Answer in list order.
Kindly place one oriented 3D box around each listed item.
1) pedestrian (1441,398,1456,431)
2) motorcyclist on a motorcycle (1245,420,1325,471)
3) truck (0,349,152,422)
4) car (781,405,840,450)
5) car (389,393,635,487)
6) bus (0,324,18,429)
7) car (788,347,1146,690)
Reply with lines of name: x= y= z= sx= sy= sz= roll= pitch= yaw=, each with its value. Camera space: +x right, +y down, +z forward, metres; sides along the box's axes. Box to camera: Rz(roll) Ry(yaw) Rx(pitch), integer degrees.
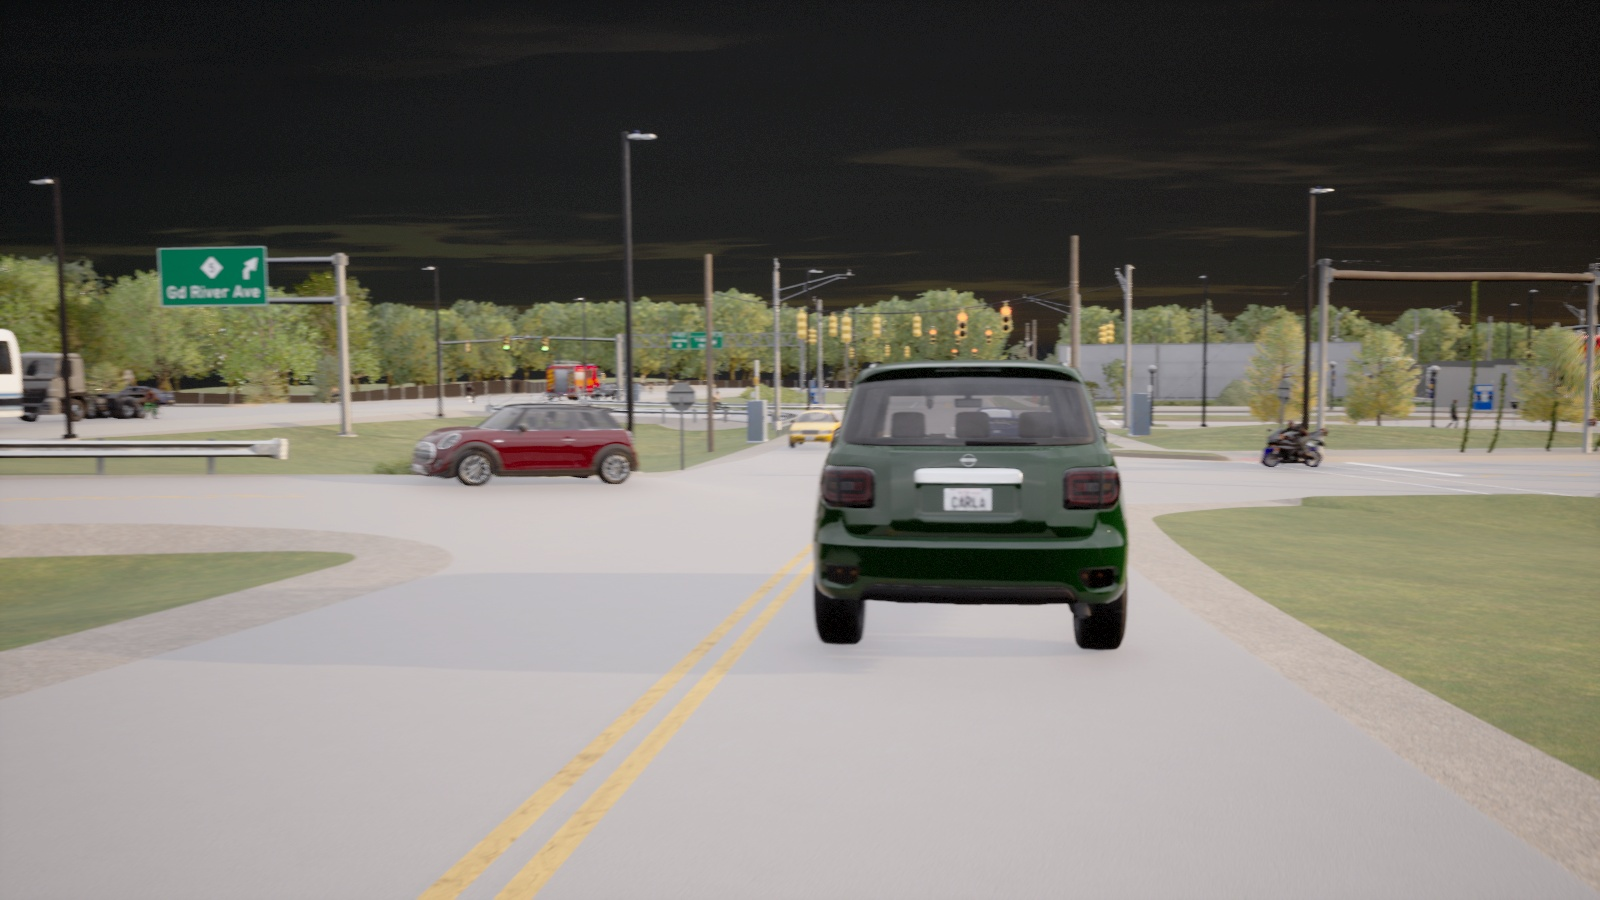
pedestrian: x=36.710 y=-1.995 z=71.052 sx=0.614 sy=1.847 sz=0.353 roll=0 pitch=5 yaw=6
motorcyclist on a motorcycle: x=15.042 y=-0.142 z=38.957 sx=2.191 sy=1.530 sz=0.866 roll=0 pitch=4 yaw=-18
truck: x=-36.550 y=-3.282 z=63.264 sx=2.891 sy=3.462 sz=7.936 roll=0 pitch=3 yaw=7
car: x=0.484 y=-0.942 z=49.584 sx=1.801 sy=1.575 sz=5.366 roll=0 pitch=3 yaw=6
car: x=-6.004 y=-0.211 z=26.335 sx=4.553 sy=1.767 sz=2.097 roll=0 pitch=3 yaw=-32
bus: x=-34.926 y=-2.725 z=46.998 sx=3.944 sy=4.253 sz=10.273 roll=0 pitch=3 yaw=7
car: x=1.354 y=0.366 z=10.381 sx=2.150 sy=2.045 sz=5.566 roll=0 pitch=1 yaw=7
